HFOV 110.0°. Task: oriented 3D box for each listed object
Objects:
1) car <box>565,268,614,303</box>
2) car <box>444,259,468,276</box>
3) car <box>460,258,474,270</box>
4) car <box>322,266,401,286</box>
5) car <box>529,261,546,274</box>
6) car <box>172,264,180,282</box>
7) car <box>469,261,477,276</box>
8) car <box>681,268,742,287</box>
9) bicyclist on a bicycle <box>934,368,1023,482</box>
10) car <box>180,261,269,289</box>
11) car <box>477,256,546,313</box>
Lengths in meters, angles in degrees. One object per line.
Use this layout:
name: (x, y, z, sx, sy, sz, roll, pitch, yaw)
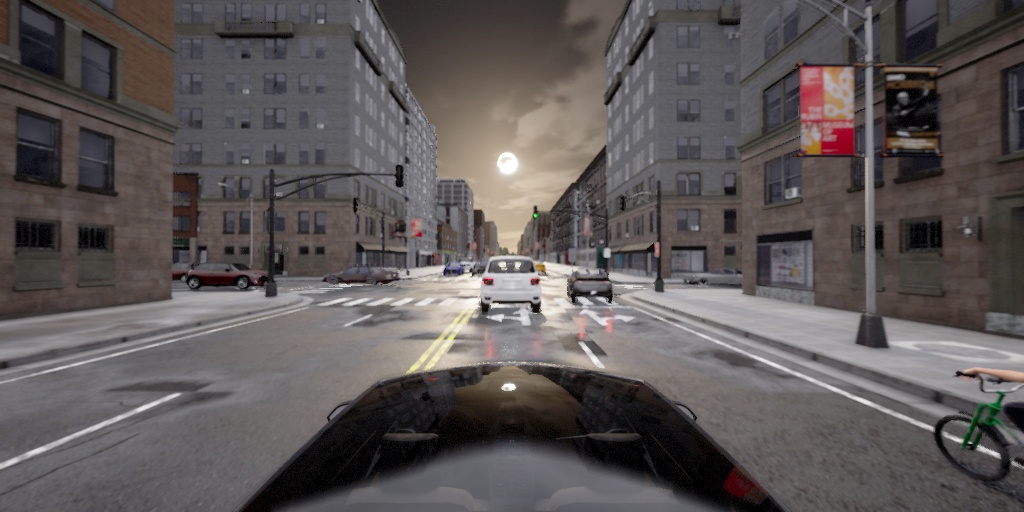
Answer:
car: (3.662, 1.324, 17.236, 2.128, 1.511, 4.902, 0, 0, 7)
car: (-6.643, 1.439, 41.512, 1.882, 1.535, 5.008, 0, 0, 0)
car: (-6.624, 1.235, 51.457, 2.150, 2.045, 5.566, 0, 0, 0)
car: (-10.868, 1.422, 25.965, 5.357, 1.411, 2.033, 0, -1, 10)
car: (3.292, 1.467, 46.848, 1.882, 1.535, 5.008, 0, 0, 0)
car: (-26.852, 1.320, 28.754, 4.097, 1.591, 1.967, 0, 0, 0)
car: (-3.386, 1.520, 40.499, 1.994, 1.385, 4.181, 0, 0, 0)
car: (15.021, 1.528, 26.111, 4.718, 1.301, 1.895, 0, -1, 1)
bicyclist on a bicycle: (4.134, 1.192, 2.766, 0.866, 1.612, 1.509, 0, 0, 0)
car: (-18.129, 1.193, 23.261, 4.553, 1.767, 2.097, 0, -1, 0)
car: (-0.141, 1.039, 14.573, 2.150, 2.045, 5.566, 0, 0, -3)
